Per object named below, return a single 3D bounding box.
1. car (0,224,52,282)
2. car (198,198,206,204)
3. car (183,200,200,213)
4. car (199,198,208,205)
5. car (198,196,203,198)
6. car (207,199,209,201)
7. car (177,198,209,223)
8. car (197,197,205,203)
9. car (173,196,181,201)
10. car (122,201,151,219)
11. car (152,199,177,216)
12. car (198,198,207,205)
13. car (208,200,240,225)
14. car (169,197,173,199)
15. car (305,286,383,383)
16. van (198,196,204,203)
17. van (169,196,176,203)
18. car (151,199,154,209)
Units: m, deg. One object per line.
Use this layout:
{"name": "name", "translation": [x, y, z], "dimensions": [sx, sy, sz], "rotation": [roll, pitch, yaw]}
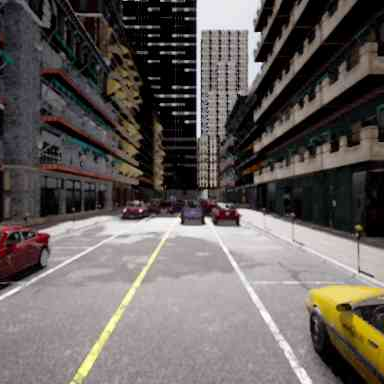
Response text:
{"name": "car", "translation": [-5.319, 1.605, 8.826], "dimensions": [1.887, 1.381, 4.507], "rotation": [0, 0, 0]}
{"name": "car", "translation": [2.476, 2.199, 82.806], "dimensions": [1.887, 1.381, 4.507], "rotation": [0, -1, 0]}
{"name": "car", "translation": [-0.019, 1.862, 43.625], "dimensions": [2.033, 1.411, 5.357], "rotation": [0, 0, 1]}
{"name": "car", "translation": [2.489, 2.075, 71.598], "dimensions": [1.752, 1.417, 4.829], "rotation": [0, -1, 0]}
{"name": "car", "translation": [2.496, 2.063, 65.738], "dimensions": [1.947, 1.339, 4.313], "rotation": [0, -1, 0]}
{"name": "car", "translation": [2.522, 1.891, 42.980], "dimensions": [1.802, 1.307, 4.206], "rotation": [0, 0, 0]}
{"name": "car", "translation": [0.063, 1.623, 27.509], "dimensions": [2.033, 1.649, 4.856], "rotation": [0, 0, 0]}
{"name": "car", "translation": [2.470, 2.150, 88.496], "dimensions": [1.967, 1.590, 4.097], "rotation": [0, -1, 0]}
{"name": "car", "translation": [-2.837, 2.009, 77.488], "dimensions": [1.895, 1.301, 4.718], "rotation": [0, -1, 0]}
{"name": "car", "translation": [-5.344, 1.662, 31.585], "dimensions": [1.967, 1.590, 4.097], "rotation": [0, 0, 0]}
{"name": "car", "translation": [-2.876, 1.782, 36.164], "dimensions": [1.812, 1.442, 4.674], "rotation": [0, 0, 0]}
{"name": "car", "translation": [2.483, 2.145, 77.116], "dimensions": [1.887, 1.381, 4.507], "rotation": [0, -1, 0]}
{"name": "car", "translation": [2.543, 1.619, 25.912], "dimensions": [1.967, 1.590, 4.097], "rotation": [0, 0, 0]}
{"name": "car", "translation": [-5.384, 2.064, 65.722], "dimensions": [1.947, 1.339, 4.313], "rotation": [0, -1, 0]}
{"name": "car", "translation": [2.568, 1.548, 3.324], "dimensions": [1.752, 1.417, 4.829], "rotation": [0, 0, 0]}
{"name": "van", "translation": [2.464, 2.108, 94.187], "dimensions": [1.690, 1.788, 3.998], "rotation": [0, -1, 0]}
{"name": "van", "translation": [-5.416, 2.109, 94.172], "dimensions": [1.690, 1.788, 3.998], "rotation": [0, -1, 0]}
{"name": "car", "translation": [-5.364, 1.795, 48.654], "dimensions": [1.967, 1.590, 4.097], "rotation": [0, 0, 0]}
